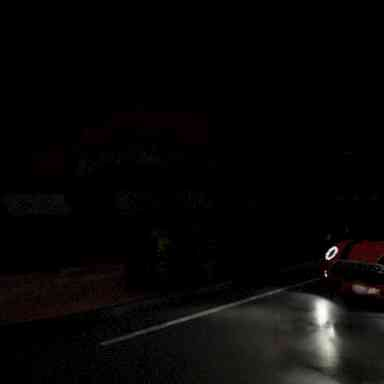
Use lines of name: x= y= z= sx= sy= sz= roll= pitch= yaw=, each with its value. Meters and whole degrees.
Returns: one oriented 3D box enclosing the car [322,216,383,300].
car: x=5.175 y=1.394 z=8.231 sx=4.553 sy=1.767 sz=2.097 roll=0 pitch=-1 yaw=-39
